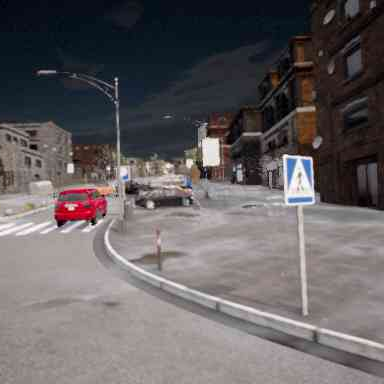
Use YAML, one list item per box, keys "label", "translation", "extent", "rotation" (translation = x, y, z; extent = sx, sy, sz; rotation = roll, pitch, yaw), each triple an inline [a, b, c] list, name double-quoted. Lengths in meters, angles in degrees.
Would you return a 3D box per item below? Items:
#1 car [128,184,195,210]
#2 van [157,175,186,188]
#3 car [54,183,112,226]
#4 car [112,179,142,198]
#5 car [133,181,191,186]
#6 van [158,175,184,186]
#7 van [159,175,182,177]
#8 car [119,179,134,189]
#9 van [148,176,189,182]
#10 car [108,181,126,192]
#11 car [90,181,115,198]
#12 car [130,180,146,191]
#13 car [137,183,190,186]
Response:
- label: "car"
  translation: [-2.186, 0.481, 26.309]
  extent: [4.892, 1.521, 2.231]
  rotation: [-3, 4, -22]
- label: "van"
  translation: [-3.444, -1.778, 56.699]
  extent: [4.442, 1.987, 1.878]
  rotation: [-3, 4, -22]
- label: "car"
  translation: [-6.656, 0.793, 20.367]
  extent: [2.150, 2.045, 5.566]
  rotation: [-2, 4, -5]
- label: "car"
  translation: [-7.678, -0.466, 39.217]
  extent: [2.150, 2.045, 5.566]
  rotation: [-2, 4, -3]
- label: "car"
  translation: [-2.622, 0.080, 32.306]
  extent: [5.366, 1.575, 1.946]
  rotation: [-3, 4, -22]
- label: "van"
  translation: [-3.929, -2.172, 62.673]
  extent: [4.442, 1.987, 1.878]
  rotation: [-3, 4, -22]
- label: "van"
  translation: [-3.109, -0.956, 44.457]
  extent: [4.442, 1.987, 1.878]
  rotation: [-3, 4, -22]
- label: "car"
  translation: [-12.004, -1.525, 61.181]
  extent: [1.837, 1.490, 4.892]
  rotation: [-2, 4, -2]
- label: "van"
  translation: [-2.486, -0.360, 35.446]
  extent: [4.442, 1.987, 1.878]
  rotation: [-3, 4, -22]
- label: "car"
  translation: [-11.575, -0.880, 51.807]
  extent: [1.812, 1.442, 4.674]
  rotation: [-2, 4, -2]
- label: "car"
  translation: [-10.979, -0.343, 41.089]
  extent: [2.097, 1.767, 4.553]
  rotation: [-2, 4, -3]
- label: "car"
  translation: [-8.326, -0.992, 51.702]
  extent: [1.812, 1.442, 4.674]
  rotation: [-2, 4, -2]
- label: "car"
  translation: [-2.311, 0.317, 29.344]
  extent: [4.674, 1.452, 2.002]
  rotation: [-3, 4, -22]
